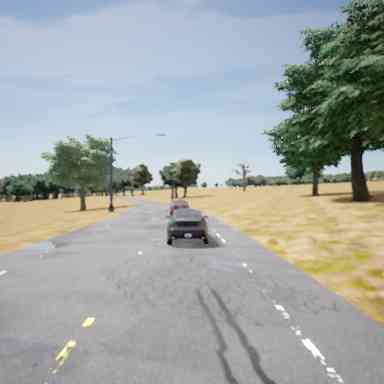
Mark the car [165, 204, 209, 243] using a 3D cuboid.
[{"bbox_3d":[-0.241,1.559,16.308,1.837,1.490,4.892,0,0,-2],"label":"car"}]

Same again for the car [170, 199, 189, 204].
[{"bbox_3d":[-1.402,1.608,37.002,2.097,1.767,4.553,0,-1,-4],"label":"car"}]
